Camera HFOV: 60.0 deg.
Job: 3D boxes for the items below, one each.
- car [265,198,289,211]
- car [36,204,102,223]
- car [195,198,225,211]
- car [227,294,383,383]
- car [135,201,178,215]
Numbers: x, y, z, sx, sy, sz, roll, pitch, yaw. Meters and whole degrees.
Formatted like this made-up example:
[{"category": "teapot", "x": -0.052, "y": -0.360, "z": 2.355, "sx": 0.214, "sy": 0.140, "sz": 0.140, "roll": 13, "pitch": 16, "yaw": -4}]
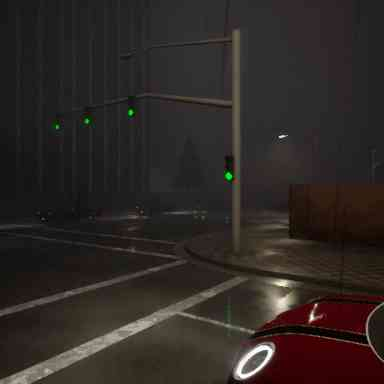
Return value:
[{"category": "car", "x": 10.758, "y": 1.491, "z": 41.319, "sx": 2.128, "sy": 1.511, "sz": 4.902, "roll": 0, "pitch": 0, "yaw": 36}, {"category": "car", "x": -9.303, "y": 1.601, "z": 25.436, "sx": 1.895, "sy": 1.301, "sz": 4.718, "roll": 0, "pitch": 0, "yaw": 35}, {"category": "car", "x": 2.318, "y": 1.491, "z": 41.805, "sx": 2.128, "sy": 1.511, "sz": 4.902, "roll": 0, "pitch": 0, "yaw": 36}, {"category": "car", "x": 2.471, "y": 1.352, "z": 2.195, "sx": 4.553, "sy": 1.767, "sz": 2.097, "roll": 0, "pitch": 0, "yaw": 36}, {"category": "car", "x": -3.524, "y": 1.601, "z": 33.593, "sx": 1.895, "sy": 1.301, "sz": 4.718, "roll": 0, "pitch": 0, "yaw": 35}]
